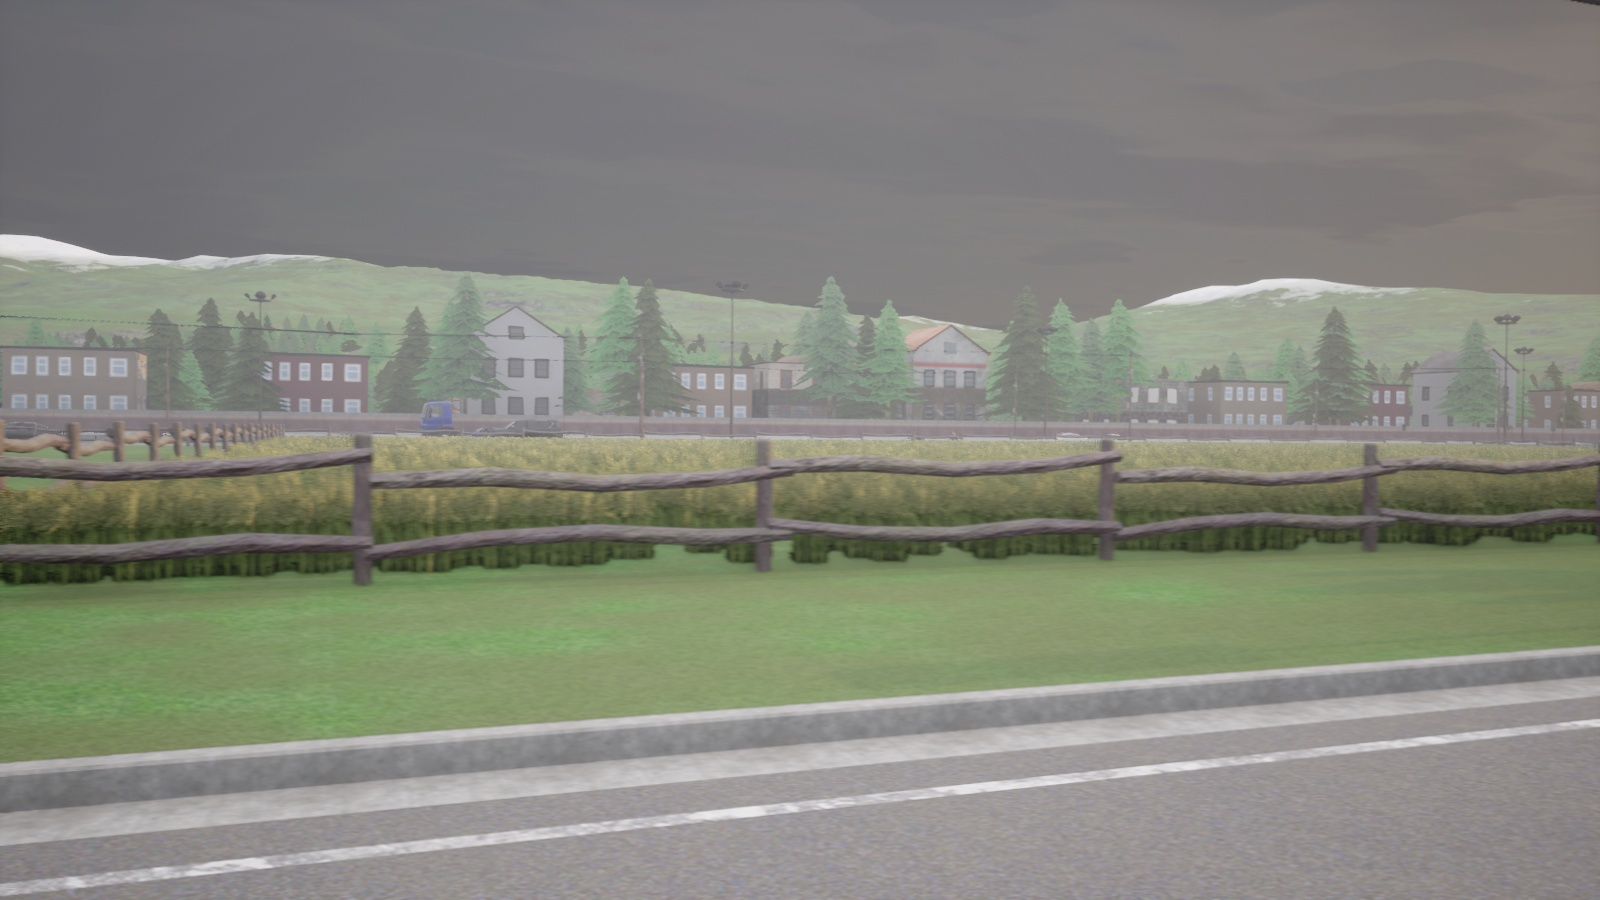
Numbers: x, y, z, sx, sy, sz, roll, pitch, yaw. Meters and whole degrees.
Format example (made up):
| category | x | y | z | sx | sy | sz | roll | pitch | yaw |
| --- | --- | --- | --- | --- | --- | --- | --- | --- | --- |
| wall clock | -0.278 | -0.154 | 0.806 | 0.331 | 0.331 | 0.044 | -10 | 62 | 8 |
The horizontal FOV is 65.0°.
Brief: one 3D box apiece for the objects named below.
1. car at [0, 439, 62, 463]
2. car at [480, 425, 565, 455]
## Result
| category | x | y | z | sx | sy | sz | roll | pitch | yaw |
| --- | --- | --- | --- | --- | --- | --- | --- | --- | --- |
| car | -50.115 | 0.062 | 80.214 | 4.892 | 1.490 | 1.837 | -1 | 1 | -21 |
| car | -19.422 | -0.723 | 87.963 | 5.566 | 2.045 | 2.150 | -1 | 1 | -21 |
